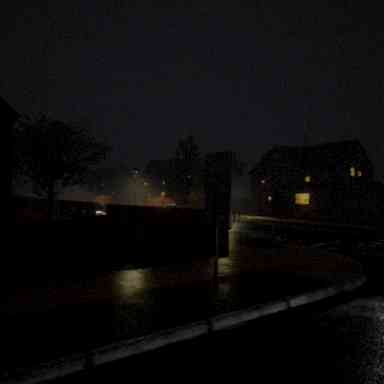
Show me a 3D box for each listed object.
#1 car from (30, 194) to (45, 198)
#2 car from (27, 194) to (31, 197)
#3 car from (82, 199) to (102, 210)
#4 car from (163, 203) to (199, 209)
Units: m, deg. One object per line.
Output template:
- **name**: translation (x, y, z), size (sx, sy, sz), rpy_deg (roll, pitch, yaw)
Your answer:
- **car**: translation (-35.401, 1.444, 77.460), size (2.033, 1.411, 5.357), rpy_deg (1, 0, -36)
- **car**: translation (-41.494, 1.288, 85.914), size (1.812, 1.442, 4.674), rpy_deg (1, 0, -36)
- **car**: translation (-12.738, 1.553, 41.189), size (1.994, 1.385, 4.181), rpy_deg (1, 0, -35)
- **car**: translation (-0.730, 1.566, 24.475), size (2.128, 1.511, 4.902), rpy_deg (1, 0, -36)
